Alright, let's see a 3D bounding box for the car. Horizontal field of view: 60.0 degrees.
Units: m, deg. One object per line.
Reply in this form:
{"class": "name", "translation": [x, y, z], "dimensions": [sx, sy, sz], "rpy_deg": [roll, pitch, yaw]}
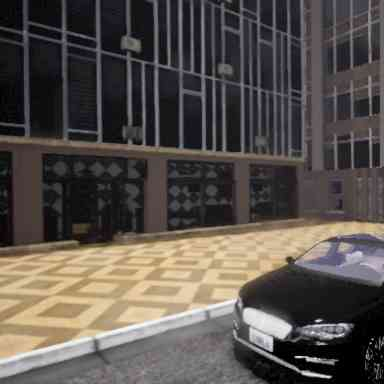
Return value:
{"class": "car", "translation": [2.816, 1.488, 5.372], "dimensions": [4.902, 1.511, 2.128], "rpy_deg": [0, 0, -35]}
